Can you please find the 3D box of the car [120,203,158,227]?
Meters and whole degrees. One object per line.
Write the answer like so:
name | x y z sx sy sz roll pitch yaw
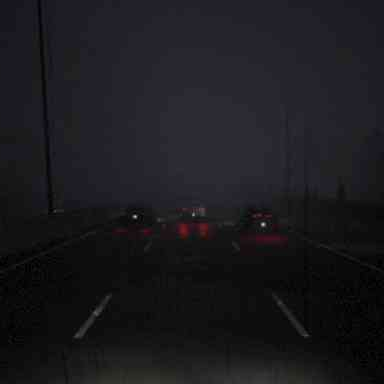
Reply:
car | -3.396 1.429 21.868 1.994 1.385 4.181 0 0 0

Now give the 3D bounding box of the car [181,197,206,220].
car | 0.104 1.367 25.859 1.812 1.442 4.674 0 0 0

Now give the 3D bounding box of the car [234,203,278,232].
car | 3.603 1.385 19.252 1.837 1.490 4.892 0 0 0

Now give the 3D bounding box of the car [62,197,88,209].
car | -13.992 1.295 40.142 1.812 1.442 4.674 0 1 0
